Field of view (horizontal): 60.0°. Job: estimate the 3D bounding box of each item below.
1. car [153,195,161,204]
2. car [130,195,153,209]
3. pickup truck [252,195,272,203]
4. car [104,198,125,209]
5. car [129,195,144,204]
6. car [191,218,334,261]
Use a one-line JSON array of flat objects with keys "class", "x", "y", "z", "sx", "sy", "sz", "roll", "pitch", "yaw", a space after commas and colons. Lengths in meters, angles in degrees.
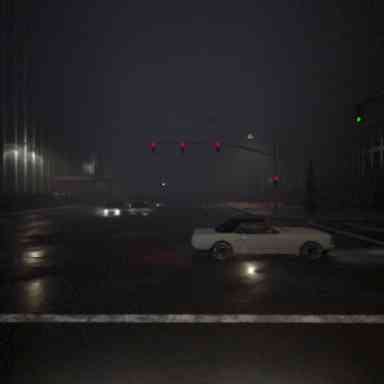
[{"class": "car", "x": -6.864, "y": 1.377, "z": 60.761, "sx": 1.882, "sy": 1.535, "sz": 5.008, "roll": 0, "pitch": 0, "yaw": 1}, {"class": "car", "x": -6.946, "y": 1.278, "z": 45.029, "sx": 2.097, "sy": 1.767, "sz": 4.553, "roll": 0, "pitch": 0, "yaw": 0}, {"class": "pickup truck", "x": 13.325, "y": 0.957, "z": 61.949, "sx": 2.390, "sy": 2.098, "sz": 6.274, "roll": 0, "pitch": 0, "yaw": 31}, {"class": "car", "x": -10.448, "y": 1.526, "z": 45.010, "sx": 1.895, "sy": 1.301, "sz": 4.718, "roll": 0, "pitch": 0, "yaw": 0}, {"class": "car", "x": -10.342, "y": 1.402, "z": 62.277, "sx": 1.837, "sy": 1.490, "sz": 4.892, "roll": 0, "pitch": 0, "yaw": 1}, {"class": "car", "x": 2.325, "y": 1.581, "z": 11.590, "sx": 4.718, "sy": 1.301, "sz": 1.895, "roll": 0, "pitch": 0, "yaw": 1}]
